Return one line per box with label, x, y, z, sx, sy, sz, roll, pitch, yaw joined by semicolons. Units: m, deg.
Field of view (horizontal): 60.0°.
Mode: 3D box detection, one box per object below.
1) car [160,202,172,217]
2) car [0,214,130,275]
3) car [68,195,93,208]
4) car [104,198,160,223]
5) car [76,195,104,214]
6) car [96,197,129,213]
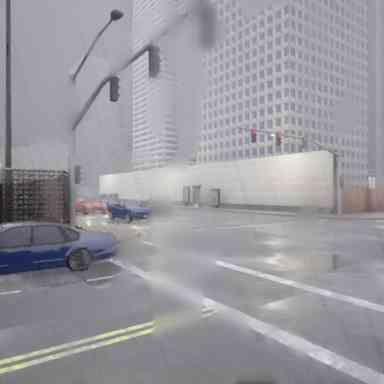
car;-3.653;1.442;29.878;1.837;1.490;4.892;0;0;-35
car;-4.712;1.549;9.227;5.357;1.411;2.033;0;0;-35
car;-15.877;1.289;47.166;2.097;1.767;4.553;0;0;-35
car;-4.722;1.416;25.331;1.882;1.535;5.008;0;0;-35
car;-10.028;1.292;32.820;2.097;1.767;4.553;0;0;-35
car;-9.008;1.415;37.440;1.882;1.535;5.008;0;0;-35
